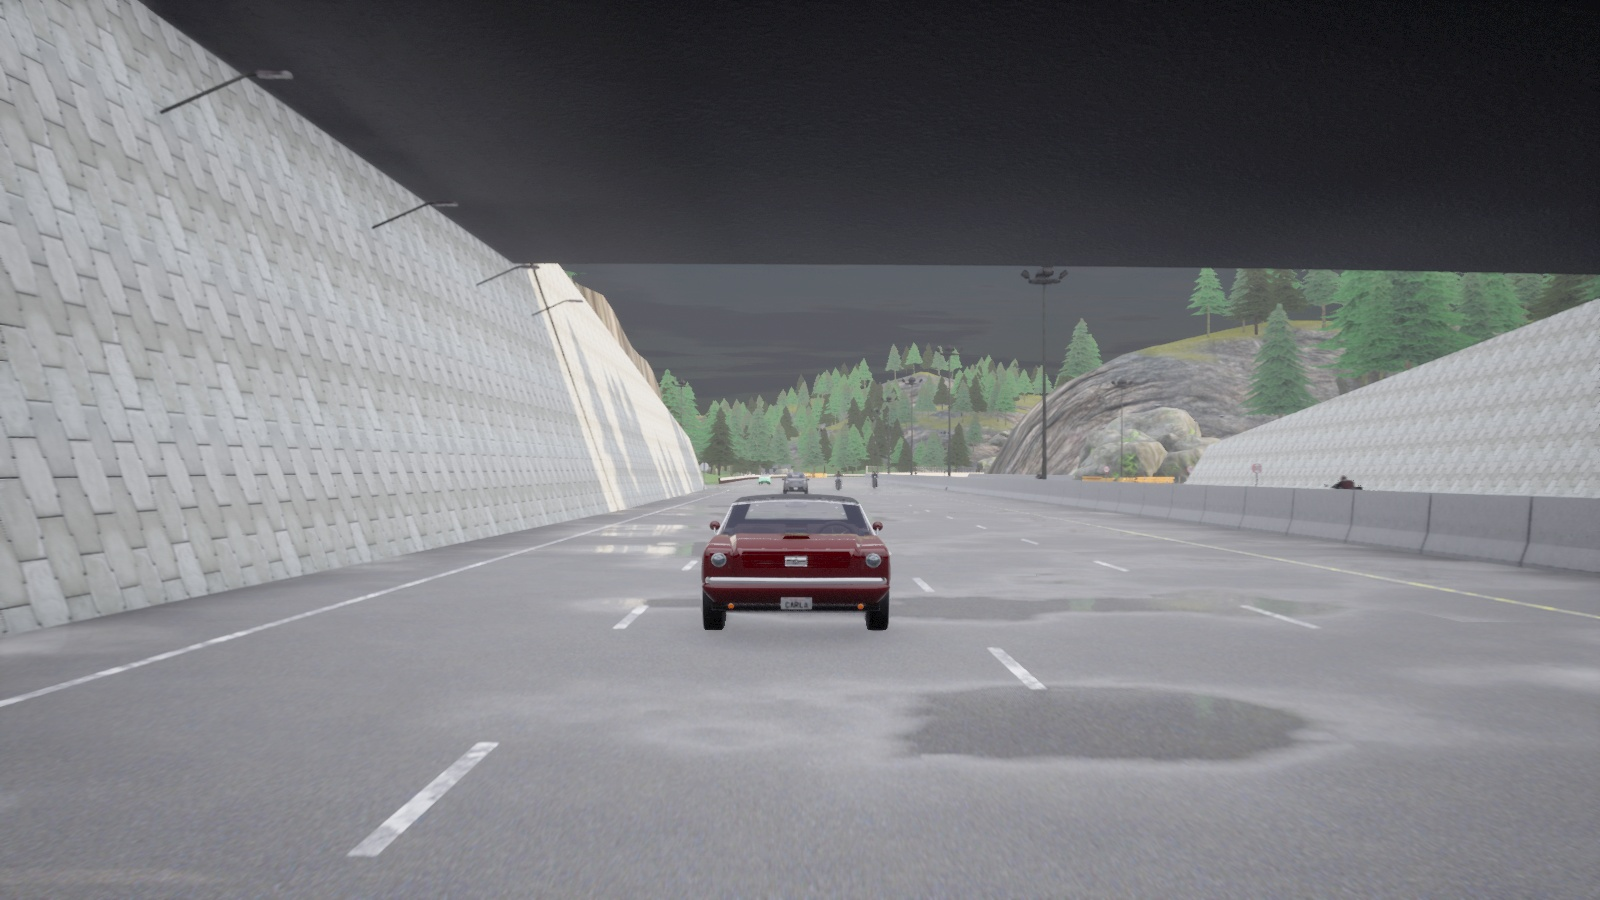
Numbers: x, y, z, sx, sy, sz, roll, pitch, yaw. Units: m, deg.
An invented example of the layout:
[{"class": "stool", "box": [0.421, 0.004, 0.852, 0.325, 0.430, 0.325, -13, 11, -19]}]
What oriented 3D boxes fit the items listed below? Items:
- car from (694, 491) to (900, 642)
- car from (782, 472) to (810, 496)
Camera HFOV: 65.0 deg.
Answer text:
[{"class": "car", "box": [-0.033, 1.148, 13.909, 1.895, 1.301, 4.718, 0, -1, 0]}, {"class": "car", "box": [-0.263, 2.209, 82.416, 1.845, 1.501, 3.633, 0, -1, 0]}]
